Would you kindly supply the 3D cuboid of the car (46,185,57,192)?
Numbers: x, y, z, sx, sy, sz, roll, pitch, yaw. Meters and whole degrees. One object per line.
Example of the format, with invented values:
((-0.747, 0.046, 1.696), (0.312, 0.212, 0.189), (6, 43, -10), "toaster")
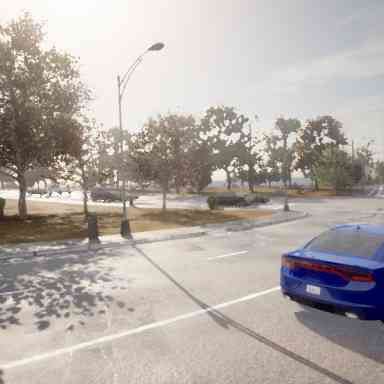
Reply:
((-25.089, -0.031, 55.020), (4.718, 1.301, 1.895), (2, 4, 33), "car")

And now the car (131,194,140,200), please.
((-9.994, 0.598, 49.182), (4.718, 1.301, 1.895), (2, 4, 33), "car")

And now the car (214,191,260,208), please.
((4.454, 0.716, 35.449), (4.553, 1.767, 2.097), (-1, 2, 33), "car")

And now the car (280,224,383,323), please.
((3.919, 1.424, 7.047), (5.008, 1.535, 1.882), (-1, 1, -39), "car")

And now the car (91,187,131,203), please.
((-11.631, 0.390, 46.053), (5.566, 2.045, 2.150), (2, 4, 33), "car")

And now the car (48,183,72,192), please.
((-23.177, -0.626, 57.923), (5.566, 2.045, 2.150), (2, 4, 33), "car")

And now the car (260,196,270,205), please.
((6.539, 0.799, 38.284), (4.718, 1.301, 1.895), (0, 2, 33), "car")
